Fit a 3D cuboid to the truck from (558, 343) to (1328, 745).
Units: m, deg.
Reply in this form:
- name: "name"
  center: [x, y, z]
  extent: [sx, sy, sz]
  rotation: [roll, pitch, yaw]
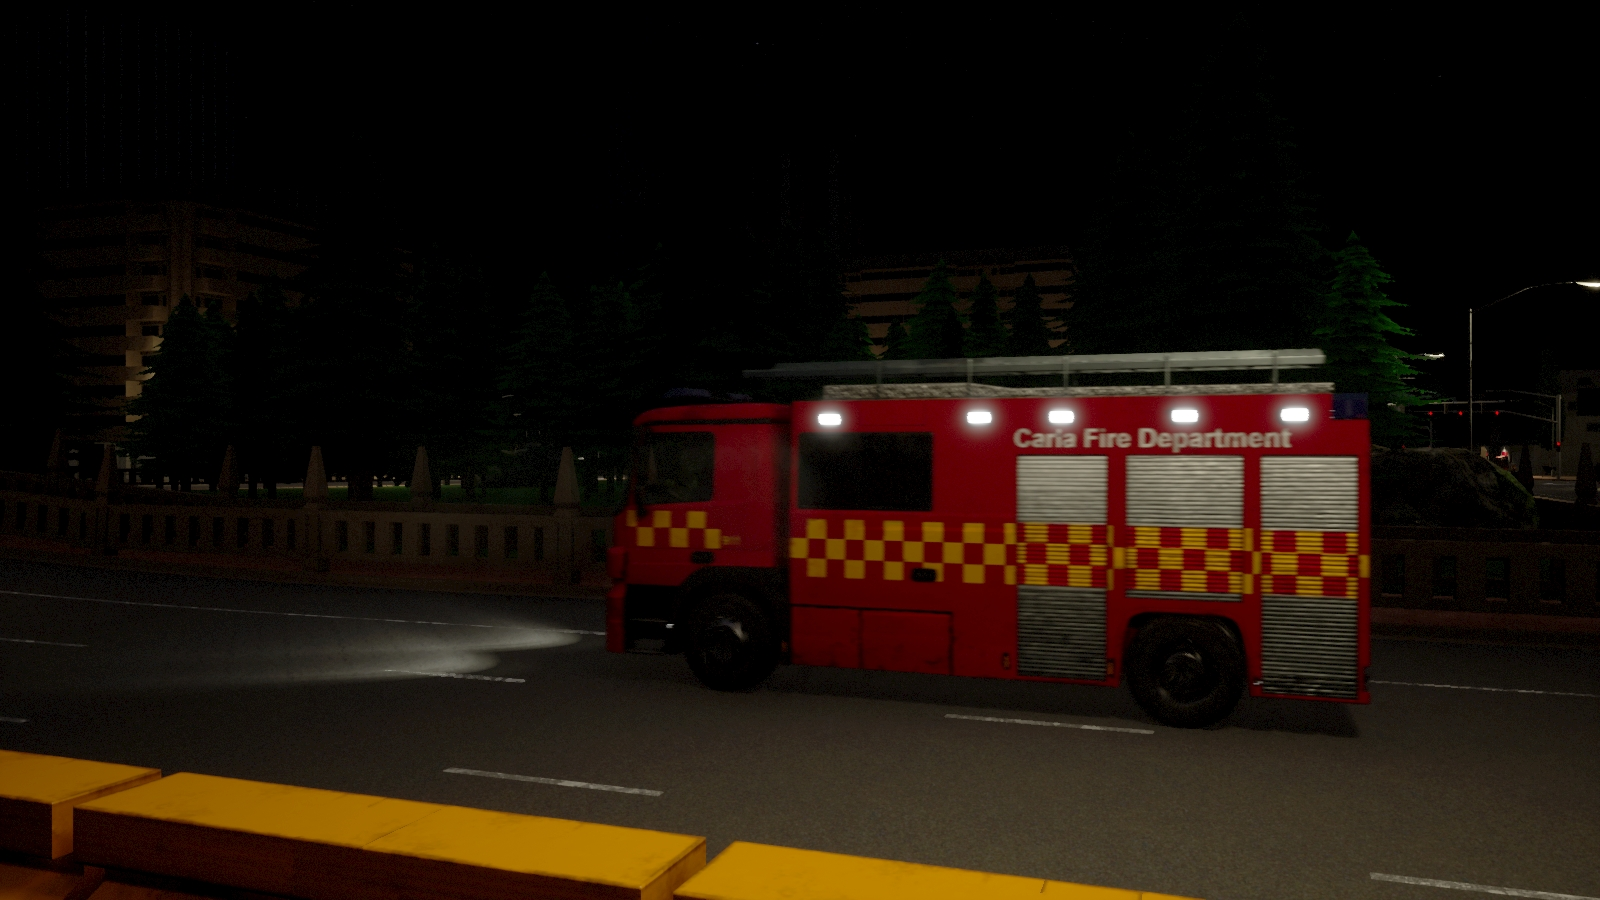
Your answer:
- name: "truck"
  center: [1.554, 0.891, 13.697]
  extent: [8.468, 3.827, 2.891]
  rotation: [0, 0, 20]
